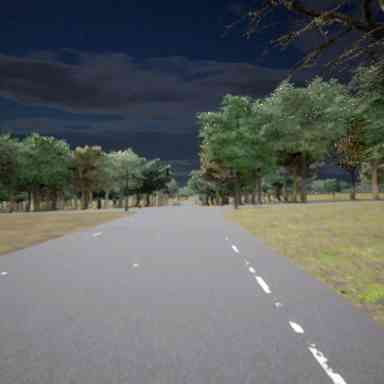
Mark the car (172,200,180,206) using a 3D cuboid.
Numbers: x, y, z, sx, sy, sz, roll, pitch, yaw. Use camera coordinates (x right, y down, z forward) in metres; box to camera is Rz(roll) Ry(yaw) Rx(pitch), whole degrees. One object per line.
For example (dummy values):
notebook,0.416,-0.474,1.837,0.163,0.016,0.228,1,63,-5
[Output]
car,-4.473,3.122,94.979,2.097,1.767,4.553,0,-2,-1
